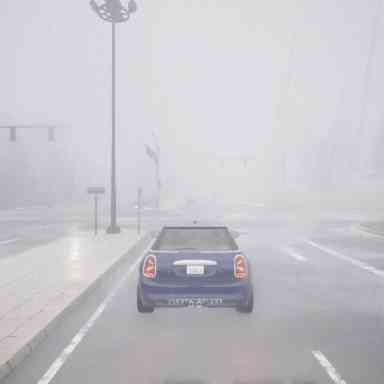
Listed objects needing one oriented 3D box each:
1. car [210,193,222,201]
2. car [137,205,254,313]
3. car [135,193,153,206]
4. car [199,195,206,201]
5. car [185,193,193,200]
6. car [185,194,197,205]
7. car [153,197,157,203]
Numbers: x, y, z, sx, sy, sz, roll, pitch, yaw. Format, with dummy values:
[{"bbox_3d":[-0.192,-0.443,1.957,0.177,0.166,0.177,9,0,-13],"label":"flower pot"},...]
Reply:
[{"bbox_3d":[6.356,1.215,84.937,2.150,2.045,5.566,0,0,-1],"label":"car"},{"bbox_3d":[0.071,1.352,7.826,2.097,1.767,4.553,0,0,0],"label":"car"},{"bbox_3d":[-8.270,1.352,56.005,2.097,1.767,4.553,0,0,-1],"label":"car"},{"bbox_3d":[2.808,1.520,87.887,1.812,1.442,4.674,0,0,-1],"label":"car"},{"bbox_3d":[-0.814,1.189,95.506,2.150,2.045,5.566,0,0,-1],"label":"car"},{"bbox_3d":[-0.161,1.526,54.646,1.812,1.442,4.674,0,0,-1],"label":"car"},{"bbox_3d":[-8.368,1.547,65.619,2.033,1.411,5.357,0,0,0],"label":"car"}]
